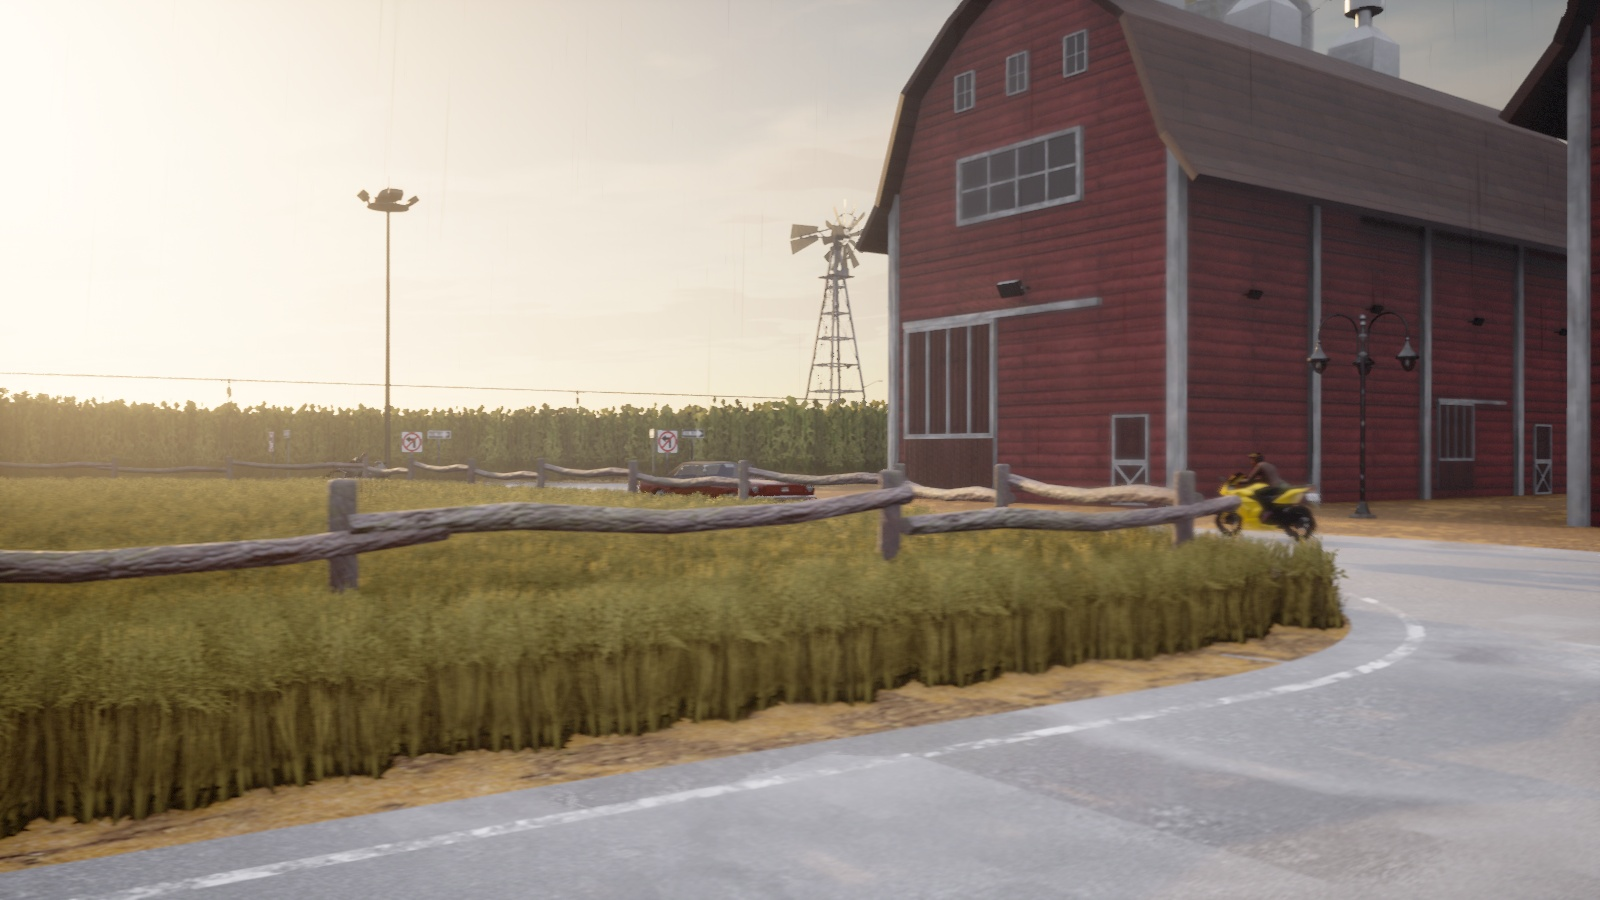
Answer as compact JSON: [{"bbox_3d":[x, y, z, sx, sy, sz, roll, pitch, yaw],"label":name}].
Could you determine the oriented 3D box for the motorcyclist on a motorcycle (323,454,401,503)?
[{"bbox_3d":[-13.985,0.909,40.168,2.191,1.530,0.866,0,0,0],"label":"motorcyclist on a motorcycle"}]

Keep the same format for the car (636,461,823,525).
[{"bbox_3d":[-1.693,0.919,28.449,1.895,1.301,4.718,0,0,-38],"label":"car"}]

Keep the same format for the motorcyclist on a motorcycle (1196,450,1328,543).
[{"bbox_3d":[7.944,0.764,21.668,0.797,1.523,2.044,-1,0,-34],"label":"motorcyclist on a motorcycle"}]
